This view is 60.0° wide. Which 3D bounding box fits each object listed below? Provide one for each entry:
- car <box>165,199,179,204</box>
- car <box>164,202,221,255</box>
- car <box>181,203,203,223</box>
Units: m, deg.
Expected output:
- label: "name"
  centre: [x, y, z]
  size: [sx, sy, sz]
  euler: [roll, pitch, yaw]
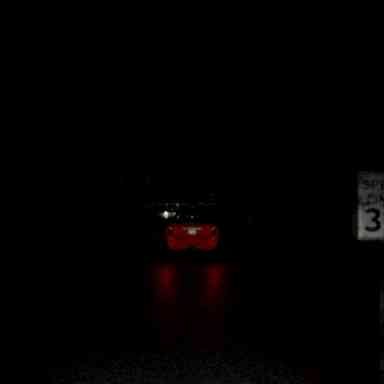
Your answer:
- label: "car"
  centre: [-2.745, 1.794, 47.660]
  size: [2.097, 1.767, 4.553]
  euler: [0, 0, 0]
- label: "car"
  centre: [0.007, 1.482, 14.059]
  size: [2.097, 1.767, 4.553]
  euler: [0, -1, 0]
- label: "car"
  centre: [0.009, 1.781, 29.288]
  size: [1.837, 1.490, 4.892]
  euler: [0, 0, 0]
